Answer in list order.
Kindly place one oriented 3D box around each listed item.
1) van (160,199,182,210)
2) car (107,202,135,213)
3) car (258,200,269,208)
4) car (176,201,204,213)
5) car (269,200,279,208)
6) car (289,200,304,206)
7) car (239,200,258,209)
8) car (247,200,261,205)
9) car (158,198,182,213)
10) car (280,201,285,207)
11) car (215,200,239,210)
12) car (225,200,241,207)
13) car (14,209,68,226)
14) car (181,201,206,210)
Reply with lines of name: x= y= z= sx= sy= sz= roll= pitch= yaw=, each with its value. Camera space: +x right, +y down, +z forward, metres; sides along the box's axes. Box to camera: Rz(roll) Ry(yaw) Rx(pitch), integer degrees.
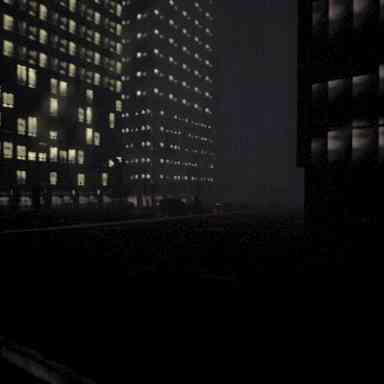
van: x=-3.524 y=2.084 z=56.132 sx=1.690 sy=1.788 sz=3.998 roll=0 pitch=-1 yaw=35
car: x=-9.953 y=2.071 z=46.860 sx=1.967 sy=1.590 sz=4.097 roll=0 pitch=-1 yaw=35
car: x=13.005 y=2.549 z=65.258 sx=1.802 sy=1.307 sz=4.206 roll=0 pitch=-1 yaw=35
car: x=0.144 y=2.311 z=46.711 sx=1.947 sy=1.339 sz=4.313 roll=0 pitch=-1 yaw=35
car: x=16.221 y=2.462 z=69.896 sx=1.967 sy=1.590 sz=4.097 roll=0 pitch=-1 yaw=35
car: x=26.323 y=2.674 z=85.026 sx=1.882 sy=1.535 sz=5.008 roll=0 pitch=0 yaw=35
car: x=9.790 y=2.478 z=60.621 sx=1.947 sy=1.339 sz=4.313 roll=0 pitch=-1 yaw=35
car: x=15.764 y=2.639 z=83.942 sx=1.947 sy=1.339 sz=4.313 roll=0 pitch=-1 yaw=35
car: x=-2.527 y=1.935 z=47.562 sx=2.150 sy=2.045 sz=5.566 roll=0 pitch=0 yaw=35
car: x=19.436 y=2.643 z=74.531 sx=1.947 sy=1.339 sz=4.313 roll=0 pitch=-1 yaw=35
car: x=5.933 y=2.357 z=59.765 sx=2.128 sy=1.511 sz=4.902 roll=0 pitch=0 yaw=35
car: x=9.335 y=2.545 z=74.671 sx=1.802 sy=1.307 sz=4.206 roll=0 pitch=-1 yaw=35
car: x=-12.611 y=2.072 z=28.094 sx=2.008 sy=1.369 sz=4.403 roll=0 pitch=-1 yaw=35
car: x=0.317 y=2.316 z=56.941 sx=1.812 sy=1.442 sz=4.674 roll=0 pitch=0 yaw=35
